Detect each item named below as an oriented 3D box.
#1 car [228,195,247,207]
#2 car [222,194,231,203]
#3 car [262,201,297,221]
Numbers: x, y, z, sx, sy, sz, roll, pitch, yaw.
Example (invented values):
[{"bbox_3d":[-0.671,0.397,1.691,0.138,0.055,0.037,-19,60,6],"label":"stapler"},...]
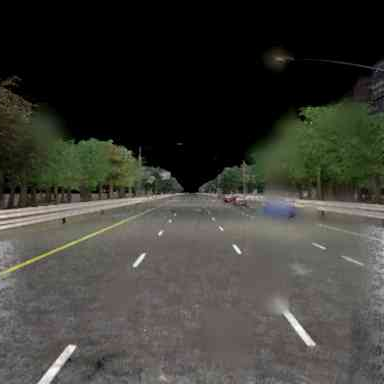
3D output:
[{"bbox_3d":[7.105,1.527,50.633,1.812,1.442,4.674,0,0,0],"label":"car"},{"bbox_3d":[7.142,1.478,66.643,1.882,1.535,5.008,0,0,0],"label":"car"},{"bbox_3d":[7.051,1.497,27.206,1.882,1.535,5.008,0,0,0],"label":"car"}]
